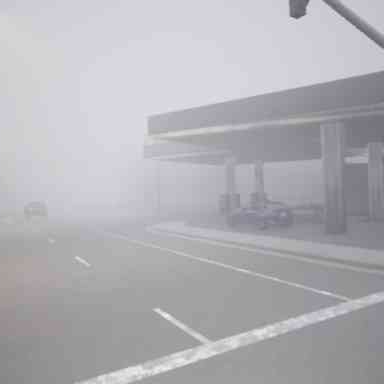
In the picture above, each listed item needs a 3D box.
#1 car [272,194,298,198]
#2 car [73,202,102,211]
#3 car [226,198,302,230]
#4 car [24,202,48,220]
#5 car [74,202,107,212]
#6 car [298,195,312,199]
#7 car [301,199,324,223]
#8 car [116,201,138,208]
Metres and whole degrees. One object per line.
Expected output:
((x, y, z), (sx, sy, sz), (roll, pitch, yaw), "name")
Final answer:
((21.943, 1.442, 80.618), (5.566, 2.045, 2.150), (-2, -1, 4), "car")
((-20.093, 2.784, 63.898), (5.008, 1.535, 1.882), (-2, -1, -31), "car")
((4.094, 1.399, 20.820), (2.242, 1.667, 4.611), (-1, -1, -31), "car")
((-19.223, 2.251, 40.877), (2.150, 2.045, 5.566), (-1, -1, -31), "car")
((-17.264, 2.628, 57.477), (5.008, 1.535, 1.882), (-1, -1, -30), "car")
((27.565, 1.577, 83.435), (4.892, 1.490, 1.837), (-2, -1, 11), "car")
((8.624, 1.463, 24.437), (1.970, 1.475, 3.806), (-1, -1, -31), "car")
((-13.970, 2.729, 71.628), (4.674, 1.442, 1.812), (-1, -1, -31), "car")
